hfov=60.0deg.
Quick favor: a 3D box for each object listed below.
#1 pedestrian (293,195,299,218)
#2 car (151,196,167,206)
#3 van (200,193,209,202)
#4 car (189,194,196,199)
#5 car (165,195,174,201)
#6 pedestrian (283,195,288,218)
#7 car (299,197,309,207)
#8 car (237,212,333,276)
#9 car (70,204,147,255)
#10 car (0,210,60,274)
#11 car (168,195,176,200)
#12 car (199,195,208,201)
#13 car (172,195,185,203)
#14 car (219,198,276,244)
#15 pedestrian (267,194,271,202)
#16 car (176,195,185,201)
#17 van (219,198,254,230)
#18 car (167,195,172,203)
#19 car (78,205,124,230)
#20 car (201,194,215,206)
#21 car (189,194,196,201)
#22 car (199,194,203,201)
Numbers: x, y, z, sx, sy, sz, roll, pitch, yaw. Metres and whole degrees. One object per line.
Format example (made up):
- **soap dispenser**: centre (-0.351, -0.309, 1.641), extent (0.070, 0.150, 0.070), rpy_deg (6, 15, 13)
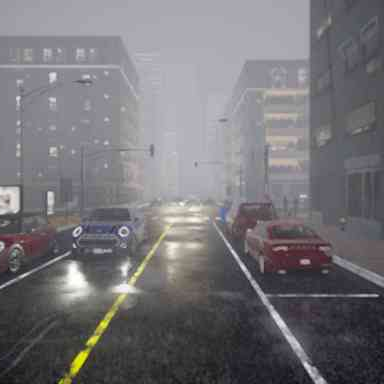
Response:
- **pedestrian**: centre (8.183, 1.116, 26.364), extent (0.375, 1.860, 0.375), rpy_deg (0, 1, 0)
- **car**: centre (-5.600, 1.472, 53.639), extent (1.947, 1.339, 4.313), rpy_deg (0, 0, 0)
- **van**: centre (2.818, 1.220, 75.705), extent (1.690, 1.788, 3.998), rpy_deg (0, 0, 0)
- **car**: centre (0.168, 1.289, 93.108), extent (1.895, 1.301, 4.718), rpy_deg (0, 0, 0)
- **car**: centre (-5.551, 1.418, 81.256), extent (1.887, 1.381, 4.507), rpy_deg (0, 0, 0)
- **pedestrian**: centre (7.182, 1.100, 25.766), extent (0.375, 1.860, 0.375), rpy_deg (0, 1, 0)
- **car**: centre (15.833, 0.957, 40.726), extent (5.009, 1.841, 2.192), rpy_deg (-1, 1, 0)
- **car**: centre (2.702, 1.524, 10.161), extent (1.887, 1.381, 4.507), rpy_deg (0, 0, 0)
- **car**: centre (-3.063, 1.326, 13.079), extent (2.097, 1.767, 4.553), rpy_deg (0, 0, 0)
- **car**: centre (-5.679, 1.420, 10.177), extent (1.967, 1.590, 4.097), rpy_deg (0, 0, 0)
- **car**: centre (-5.531, 1.444, 92.303), extent (1.802, 1.307, 4.206), rpy_deg (0, 0, 0)
- **car**: centre (2.830, 1.439, 81.229), extent (1.947, 1.339, 4.313), rpy_deg (0, 0, 0)
- **car**: centre (-2.876, 1.483, 68.443), extent (1.895, 1.301, 4.718), rpy_deg (0, 0, 0)
- **car**: centre (2.711, 1.284, 15.689), extent (2.192, 1.841, 5.009), rpy_deg (0, 0, 0)
- **pedestrian**: centre (6.184, 1.095, 26.968), extent (0.375, 1.860, 0.375), rpy_deg (0, 1, 0)
- **car**: centre (-2.848, 1.417, 84.021), extent (1.994, 1.385, 4.181), rpy_deg (0, 0, 0)
- **van**: centre (2.721, 1.300, 21.217), extent (1.690, 1.788, 3.998), rpy_deg (0, 0, 0)
- **car**: centre (-5.581, 1.458, 64.686), extent (1.947, 1.339, 4.313), rpy_deg (0, 0, 0)
- **car**: centre (-5.658, 1.541, 21.234), extent (1.802, 1.307, 4.206), rpy_deg (0, 0, 0)
- **car**: centre (2.781, 1.488, 53.612), extent (1.802, 1.307, 4.206), rpy_deg (0, 0, 0)
- **car**: centre (0.149, 1.388, 83.072), extent (1.812, 1.442, 4.674), rpy_deg (0, 0, 0)
- **car**: centre (2.790, 1.465, 59.135), extent (1.947, 1.339, 4.313), rpy_deg (0, 0, 0)
